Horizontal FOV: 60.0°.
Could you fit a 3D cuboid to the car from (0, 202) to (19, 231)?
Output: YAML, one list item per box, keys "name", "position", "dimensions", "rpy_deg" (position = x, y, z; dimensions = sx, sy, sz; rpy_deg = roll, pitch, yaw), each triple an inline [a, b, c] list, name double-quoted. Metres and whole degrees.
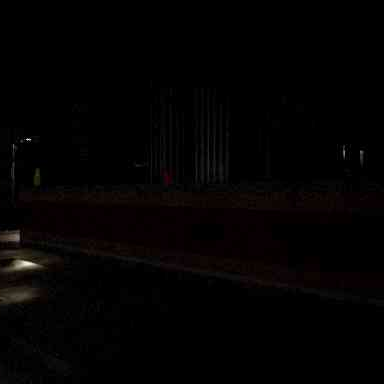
- name: "car"
  position: [-10.952, 1.534, 18.428]
  dimensions: [1.882, 1.535, 5.008]
  rpy_deg: [0, 0, 37]

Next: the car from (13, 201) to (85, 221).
- name: "car"
  position: [-12.217, 1.602, 28.783]
  dimensions: [2.033, 1.411, 5.357]
  rpy_deg: [0, 0, 37]

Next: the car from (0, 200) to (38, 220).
- name: "car"
  position: [-16.375, 1.546, 29.061]
  dimensions: [2.128, 1.511, 4.902]
  rpy_deg: [0, 0, 37]
